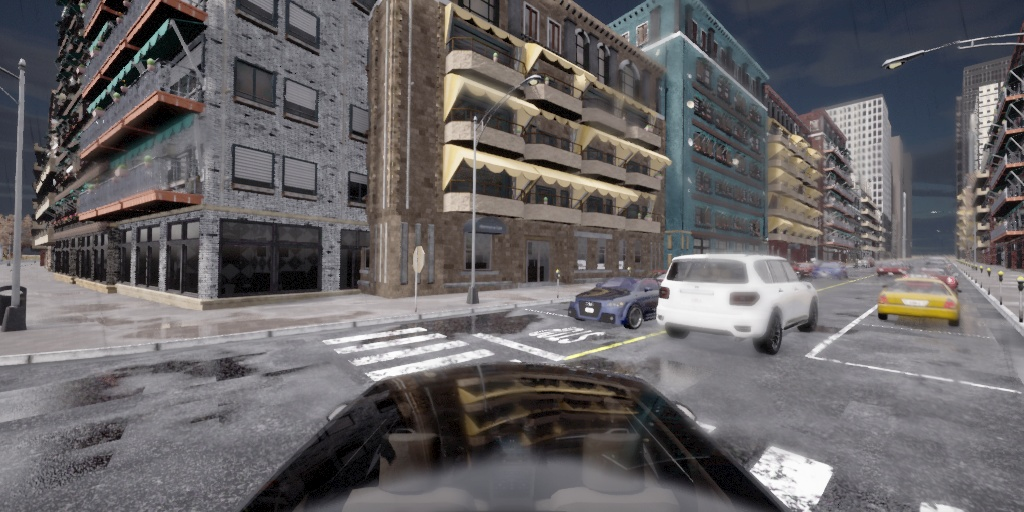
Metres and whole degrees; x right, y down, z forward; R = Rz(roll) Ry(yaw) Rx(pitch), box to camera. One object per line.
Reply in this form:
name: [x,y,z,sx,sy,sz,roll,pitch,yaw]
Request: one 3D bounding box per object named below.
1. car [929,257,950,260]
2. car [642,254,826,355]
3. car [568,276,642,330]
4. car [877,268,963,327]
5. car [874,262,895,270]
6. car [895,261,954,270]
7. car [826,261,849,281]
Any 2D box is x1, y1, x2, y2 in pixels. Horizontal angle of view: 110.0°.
car: [47.022,1.198,39.623,4.097,1.591,1.967,0,0,-40]
car: [5.820,0.978,9.013,5.566,2.045,2.150,0,0,-40]
car: [3.689,1.329,11.273,4.181,1.385,1.994,0,0,-40]
car: [13.009,1.279,11.467,4.829,1.417,1.751,0,0,-40]
car: [36.416,1.367,34.224,4.718,1.301,1.895,0,0,-40]
car: [21.414,1.198,18.424,4.097,1.591,1.967,0,0,-40]
car: [27.379,1.300,30.809,4.674,1.442,1.812,0,0,-39]
